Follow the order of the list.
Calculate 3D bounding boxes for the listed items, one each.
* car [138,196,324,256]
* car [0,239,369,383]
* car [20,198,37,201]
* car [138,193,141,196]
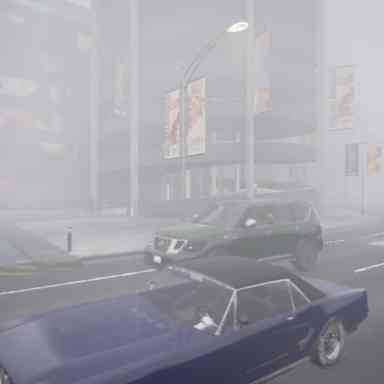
[{"bbox_3d":[1.426,1.223,9.379,5.566,2.045,2.150,0,0,-36],"label":"car"},{"bbox_3d":[0.163,1.601,4.163,4.718,1.301,1.895,0,0,-36],"label":"car"},{"bbox_3d":[-25.669,1.463,52.374,1.895,1.301,4.718,0,0,-36],"label":"car"},{"bbox_3d":[-11.199,1.029,63.929,2.435,2.045,5.566,0,0,-36],"label":"car"}]
